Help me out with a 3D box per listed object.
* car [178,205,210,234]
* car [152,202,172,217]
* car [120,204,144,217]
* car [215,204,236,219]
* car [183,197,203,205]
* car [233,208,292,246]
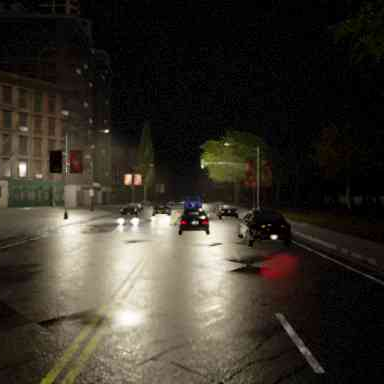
[{"bbox_3d":[0.116,1.744,20.528,2.033,1.411,5.357,0,-1,0],"label":"car"},{"bbox_3d":[-3.224,1.855,36.321,1.837,1.490,4.892,0,-1,0],"label":"car"},{"bbox_3d":[-6.474,1.943,36.253,1.895,1.301,4.718,0,-1,0],"label":"car"},{"bbox_3d":[3.377,1.856,32.508,2.033,1.411,5.357,0,-1,0],"label":"car"},{"bbox_3d":[0.134,1.587,38.653,2.150,2.045,5.566,0,-1,0],"label":"car"},{"bbox_3d":[3.363,1.656,16.045,1.837,1.490,4.892,0,-2,0],"label":"car"}]
